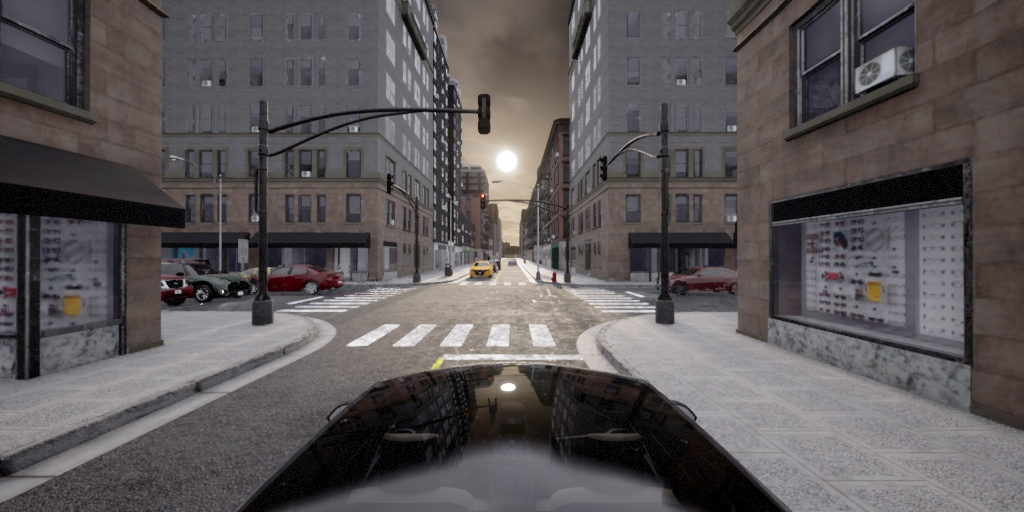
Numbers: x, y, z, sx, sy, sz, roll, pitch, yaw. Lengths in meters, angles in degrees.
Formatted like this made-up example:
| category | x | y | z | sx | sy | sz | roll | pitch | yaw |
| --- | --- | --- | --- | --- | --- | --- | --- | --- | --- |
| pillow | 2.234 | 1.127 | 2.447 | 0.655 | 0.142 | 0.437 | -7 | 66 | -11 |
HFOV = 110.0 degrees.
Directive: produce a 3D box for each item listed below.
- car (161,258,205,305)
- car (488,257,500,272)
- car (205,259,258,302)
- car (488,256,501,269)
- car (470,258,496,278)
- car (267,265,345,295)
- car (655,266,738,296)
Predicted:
| category | x | y | z | sx | sy | sz | roll | pitch | yaw |
| --- | --- | --- | --- | --- | --- | --- | --- | --- | --- |
| car | -15.090 | 1.034 | 13.505 | 5.009 | 1.841 | 2.192 | 0 | 0 | 0 |
| car | -2.814 | 1.240 | 44.258 | 1.837 | 1.490 | 4.892 | 0 | 0 | 0 |
| car | -14.378 | 1.082 | 16.045 | 4.553 | 1.767 | 2.097 | 0 | 0 | 0 |
| car | -2.799 | 0.949 | 54.851 | 2.150 | 2.045 | 5.566 | 0 | 0 | 0 |
| car | -2.820 | 1.219 | 33.855 | 1.882 | 1.535 | 5.008 | 0 | 0 | 0 |
| car | -11.562 | 1.223 | 18.987 | 5.008 | 1.535 | 1.882 | 0 | 0 | 0 |
| car | 10.019 | 1.290 | 18.942 | 4.674 | 1.442 | 1.812 | 0 | 0 | 0 |
